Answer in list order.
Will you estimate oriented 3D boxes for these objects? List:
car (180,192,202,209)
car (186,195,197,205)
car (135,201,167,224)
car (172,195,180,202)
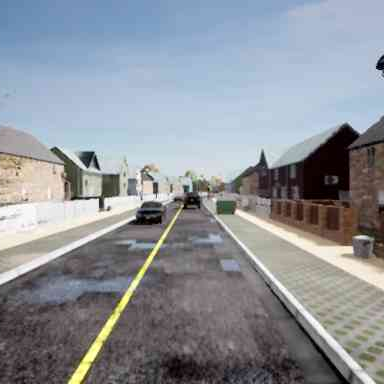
[{"bbox_3d":[0.012,1.045,42.212,2.150,2.045,5.566,0,1,0],"label":"car"},{"bbox_3d":[-0.013,1.286,55.956,1.812,1.442,4.674,0,0,1],"label":"car"},{"bbox_3d":[-2.856,1.379,24.016,1.882,1.535,5.008,0,0,0],"label":"car"},{"bbox_3d":[-2.650,1.281,64.564,1.994,1.385,4.181,0,0,2],"label":"car"}]
